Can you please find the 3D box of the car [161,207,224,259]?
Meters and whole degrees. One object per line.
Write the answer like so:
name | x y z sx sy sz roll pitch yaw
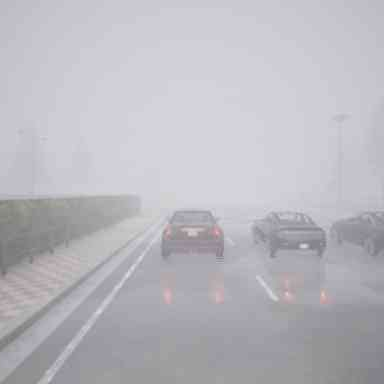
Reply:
car | 0.044 1.352 12.789 2.097 1.767 4.553 0 0 1

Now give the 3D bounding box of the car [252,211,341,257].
car | 3.544 1.493 12.877 2.128 1.511 4.902 0 0 1

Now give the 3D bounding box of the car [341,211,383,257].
car | 7.044 1.492 12.878 2.128 1.511 4.902 0 0 1
